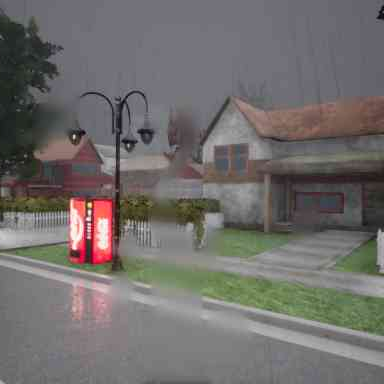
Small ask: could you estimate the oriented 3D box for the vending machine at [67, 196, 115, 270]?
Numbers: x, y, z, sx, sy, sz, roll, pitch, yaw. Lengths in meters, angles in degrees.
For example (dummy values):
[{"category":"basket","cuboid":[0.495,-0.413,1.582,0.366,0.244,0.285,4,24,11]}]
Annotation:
[{"category":"vending machine","cuboid":[-3.106,1.194,10.261,0.880,2.100,1.100,0,0,36]}]
